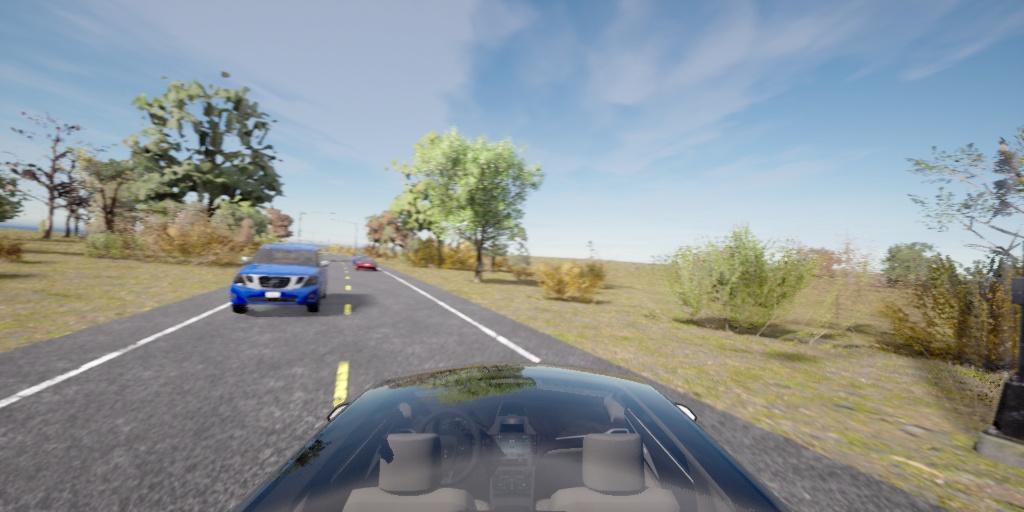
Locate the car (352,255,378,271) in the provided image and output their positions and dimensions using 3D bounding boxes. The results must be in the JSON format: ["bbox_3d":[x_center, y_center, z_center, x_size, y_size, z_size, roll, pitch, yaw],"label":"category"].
[{"bbox_3d":[-14.927,0.760,36.668,1.994,1.385,4.181,4,-1,-26],"label":"car"}]

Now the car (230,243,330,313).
[{"bbox_3d":[-7.543,0.622,12.178,2.150,2.045,5.566,4,0,-24],"label":"car"}]
